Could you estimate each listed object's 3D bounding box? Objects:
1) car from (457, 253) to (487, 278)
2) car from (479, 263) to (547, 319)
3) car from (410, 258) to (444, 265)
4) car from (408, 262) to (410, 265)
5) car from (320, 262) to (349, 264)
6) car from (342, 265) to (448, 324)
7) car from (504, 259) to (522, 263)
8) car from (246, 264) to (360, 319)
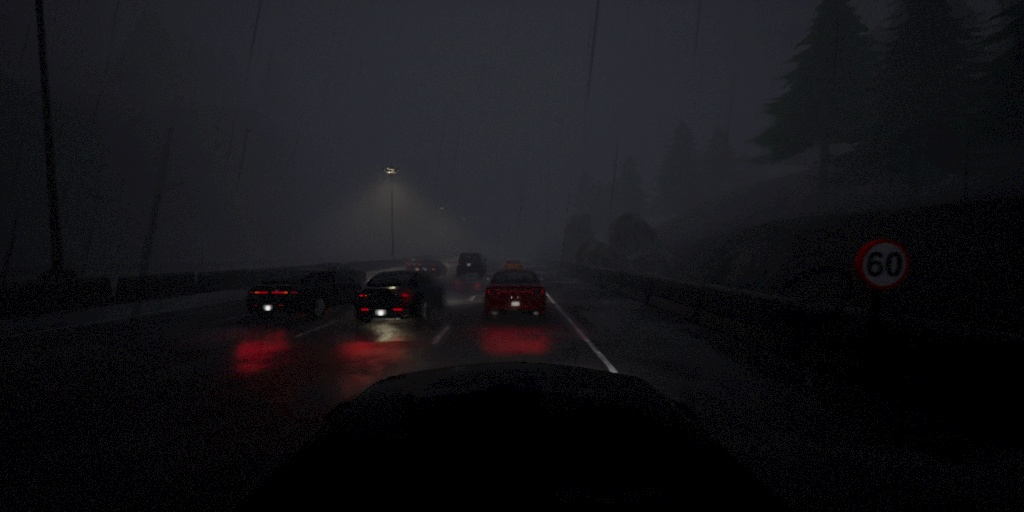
[{"bbox_3d":[-3.397,0.744,30.910,2.150,2.045,5.566,0,1,0],"label":"car"},{"bbox_3d":[0.101,1.167,12.515,1.882,1.535,5.008,0,0,0],"label":"car"},{"bbox_3d":[-6.897,1.067,31.130,2.033,1.411,5.357,0,1,0],"label":"car"},{"bbox_3d":[-10.396,0.928,40.852,2.033,1.411,5.357,0,1,0],"label":"car"},{"bbox_3d":[-10.398,1.118,21.310,2.128,1.511,4.902,0,1,0],"label":"car"},{"bbox_3d":[-3.399,1.200,11.705,1.837,1.490,4.892,0,0,0],"label":"car"},{"bbox_3d":[0.103,0.988,31.812,1.882,1.535,5.008,0,1,0],"label":"car"},{"bbox_3d":[-6.899,1.194,12.551,1.837,1.490,4.892,0,0,0],"label":"car"}]
